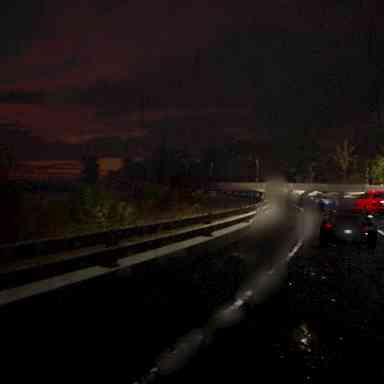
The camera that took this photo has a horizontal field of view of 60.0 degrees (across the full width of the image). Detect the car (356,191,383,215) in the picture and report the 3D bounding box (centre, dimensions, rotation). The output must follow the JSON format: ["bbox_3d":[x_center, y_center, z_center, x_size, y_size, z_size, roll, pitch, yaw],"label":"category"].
[{"bbox_3d":[14.752,0.953,26.692,2.150,2.045,5.566,2,1,16],"label":"car"}]

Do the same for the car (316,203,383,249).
[{"bbox_3d":[6.493,1.390,13.946,1.994,1.385,4.181,2,1,24],"label":"car"}]

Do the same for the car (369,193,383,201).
[{"bbox_3d":[35.352,0.951,62.817,4.181,1.385,1.994,0,2,-39],"label":"car"}]

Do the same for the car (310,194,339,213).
[{"bbox_3d":[12.136,0.938,30.606,2.097,1.767,4.553,2,1,14],"label":"car"}]
